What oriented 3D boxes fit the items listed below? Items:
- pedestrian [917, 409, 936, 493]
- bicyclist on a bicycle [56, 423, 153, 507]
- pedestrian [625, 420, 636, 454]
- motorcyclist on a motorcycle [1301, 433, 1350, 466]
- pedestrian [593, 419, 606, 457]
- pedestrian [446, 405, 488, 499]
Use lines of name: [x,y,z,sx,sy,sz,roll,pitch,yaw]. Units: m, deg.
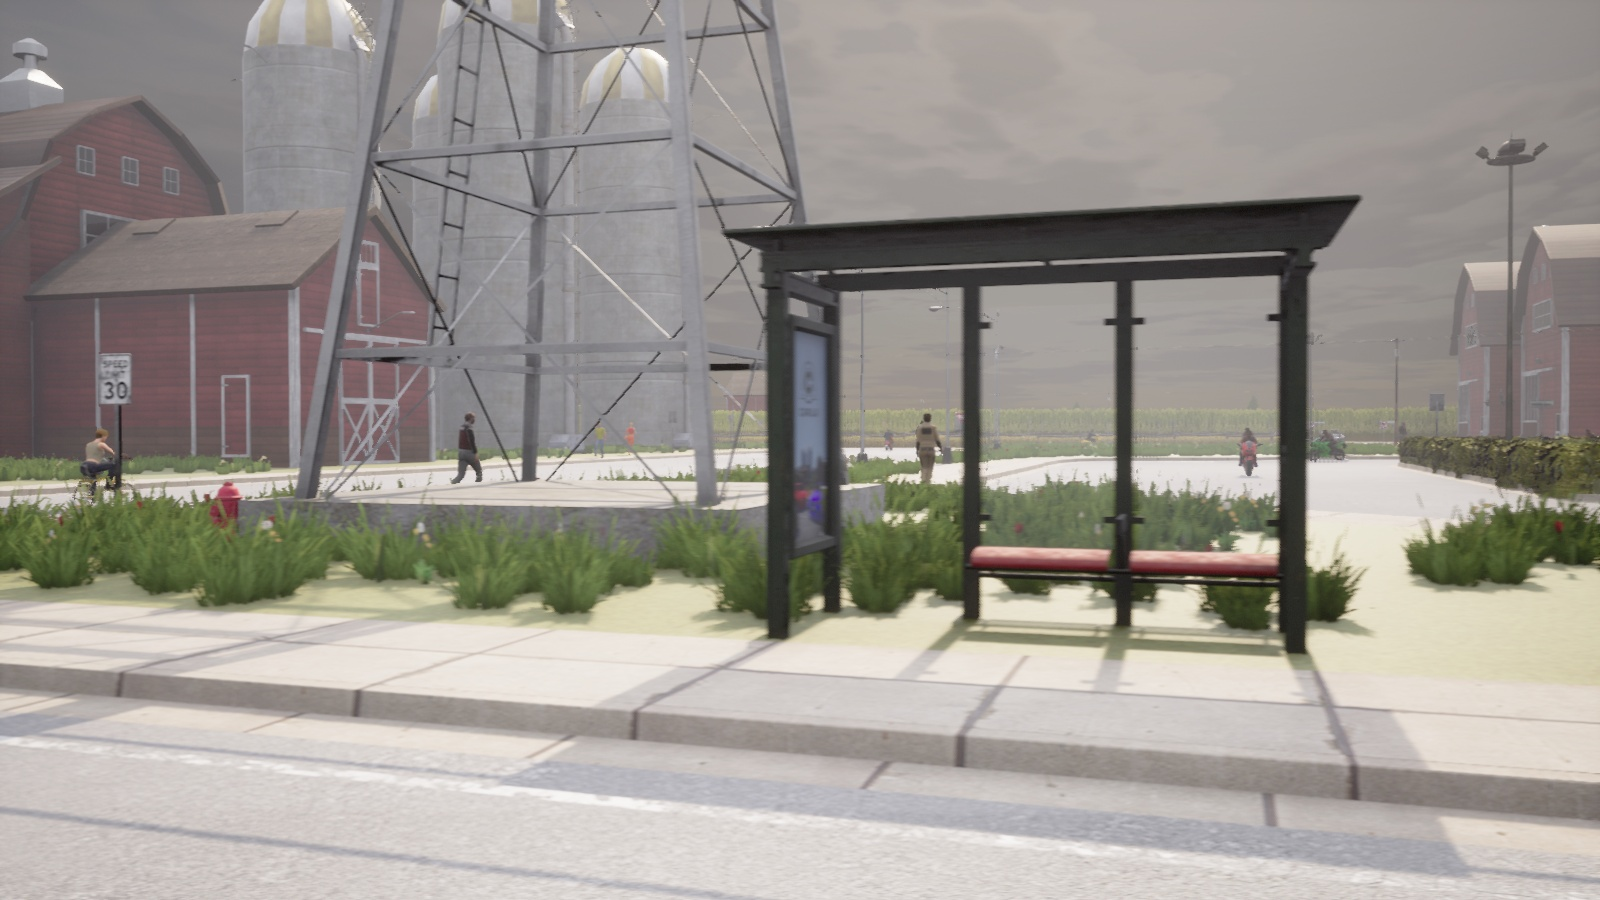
pedestrian: [2.924,0.018,29.005,0.396,1.930,0.692,0,1,10]
bicyclist on a bicycle: [-13.860,0.276,25.059,0.866,1.612,1.509,1,1,18]
pedestrian: [-9.178,-0.692,68.149,0.345,1.836,0.594,1,1,20]
motorcyclist on a motorcycle: [24.811,-0.039,59.277,2.044,1.523,0.797,0,2,-16]
pedestrian: [-9.859,-0.589,61.682,0.354,1.836,0.706,1,1,16]
pedestrian: [-6.696,0.029,25.233,0.720,1.854,0.376,-1,1,-41]
